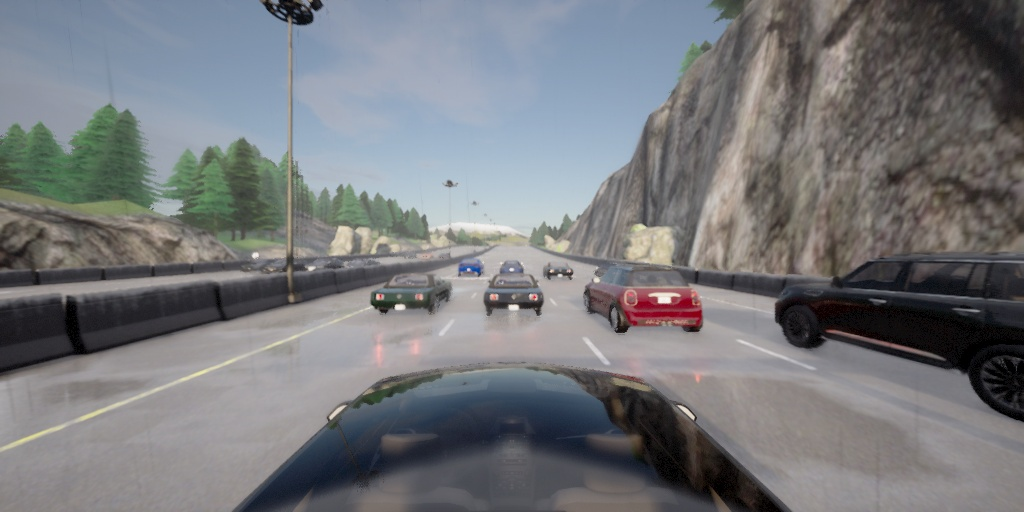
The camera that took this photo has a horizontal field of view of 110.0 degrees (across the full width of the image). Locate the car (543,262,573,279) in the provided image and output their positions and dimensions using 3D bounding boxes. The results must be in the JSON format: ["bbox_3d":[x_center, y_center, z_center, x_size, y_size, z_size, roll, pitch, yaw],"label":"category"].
[{"bbox_3d":[3.502,1.093,28.175,1.895,1.301,4.718,0,1,0],"label":"car"}]

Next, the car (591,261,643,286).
[{"bbox_3d":[7.006,1.086,24.588,2.033,1.411,5.357,0,1,0],"label":"car"}]

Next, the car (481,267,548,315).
[{"bbox_3d":[0.056,1.272,13.171,1.895,1.301,4.718,0,0,0],"label":"car"}]

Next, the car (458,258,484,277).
[{"bbox_3d":[-3.508,0.929,31.505,1.882,1.535,5.008,0,1,0],"label":"car"}]

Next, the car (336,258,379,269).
[{"bbox_3d":[-14.209,0.915,34.070,2.128,1.511,4.902,0,1,0],"label":"car"}]

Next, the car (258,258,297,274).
[{"bbox_3d":[-21.208,0.937,34.040,1.837,1.490,4.892,0,1,0],"label":"car"}]

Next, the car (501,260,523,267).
[{"bbox_3d":[-0.006,1.029,30.335,1.994,1.385,4.181,0,1,0],"label":"car"}]

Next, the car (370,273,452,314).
[{"bbox_3d":[-3.444,1.275,13.269,1.895,1.301,4.718,0,0,0],"label":"car"}]

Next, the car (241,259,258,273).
[{"bbox_3d":[-24.710,0.972,35.685,1.994,1.385,4.181,0,1,0],"label":"car"}]

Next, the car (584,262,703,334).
[{"bbox_3d":[3.561,1.040,10.620,2.097,1.767,4.553,0,0,-1],"label":"car"}]

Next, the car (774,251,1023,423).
[{"bbox_3d":[7.055,0.943,5.797,2.150,2.045,5.566,0,1,0],"label":"car"}]

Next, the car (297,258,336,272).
[{"bbox_3d":[-17.709,0.919,34.054,2.128,1.511,4.902,0,1,0],"label":"car"}]
